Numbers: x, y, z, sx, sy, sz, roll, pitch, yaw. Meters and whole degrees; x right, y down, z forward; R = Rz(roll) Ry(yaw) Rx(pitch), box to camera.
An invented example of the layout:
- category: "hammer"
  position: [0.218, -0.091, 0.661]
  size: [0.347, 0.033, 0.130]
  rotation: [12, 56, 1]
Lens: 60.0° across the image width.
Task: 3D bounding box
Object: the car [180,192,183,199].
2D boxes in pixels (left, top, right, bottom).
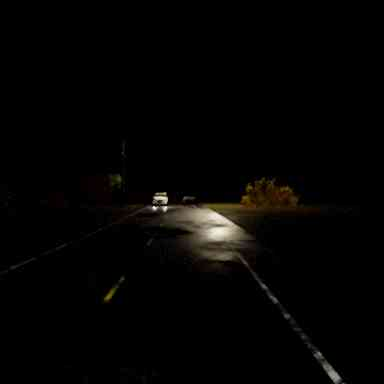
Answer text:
- category: "car"
  position: [-0.977, 1.408, 67.895]
  size: [1.882, 1.535, 5.008]
  rotation: [0, 0, -2]

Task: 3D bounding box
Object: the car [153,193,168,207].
- category: "car"
  position: [-4.940, 1.186, 52.389]
  size: [2.150, 2.045, 5.566]
  rotation: [0, 0, -2]

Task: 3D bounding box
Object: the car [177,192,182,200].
- category: "car"
  position: [-2.803, 1.289, 86.641]
  size: [2.033, 1.411, 5.357]
  rotation: [0, 0, -2]

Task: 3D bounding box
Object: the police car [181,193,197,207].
- category: "police car"
  position: [-0.308, 1.385, 52.019]
  size: [1.930, 1.638, 5.238]
  rotation: [0, 0, -2]
